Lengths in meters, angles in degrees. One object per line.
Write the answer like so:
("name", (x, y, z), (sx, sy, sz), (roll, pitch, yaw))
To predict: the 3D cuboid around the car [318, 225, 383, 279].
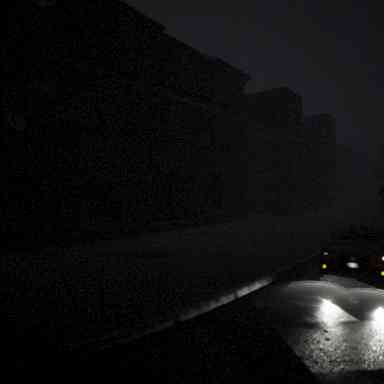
("car", (5.398, 1.756, 10.305), (1.994, 1.385, 4.181), (-1, -2, 37))
